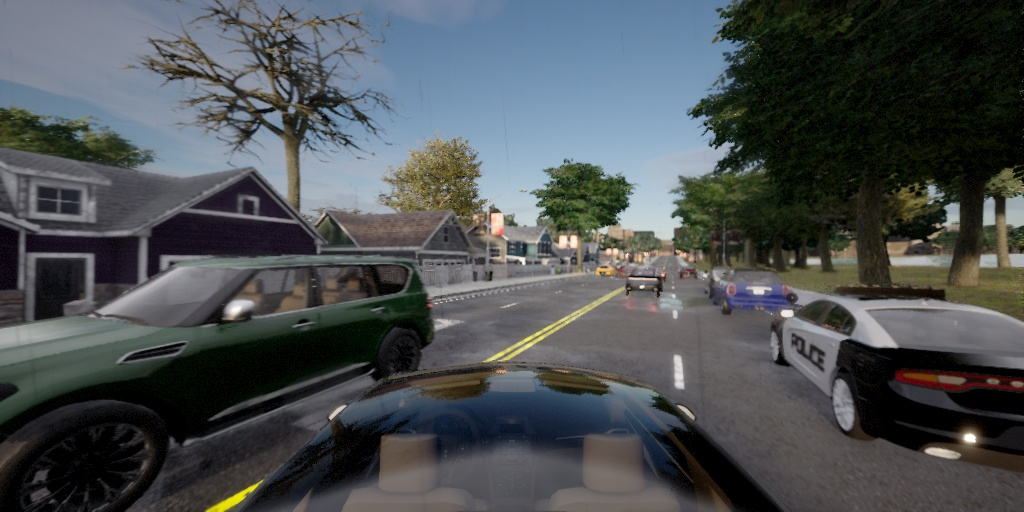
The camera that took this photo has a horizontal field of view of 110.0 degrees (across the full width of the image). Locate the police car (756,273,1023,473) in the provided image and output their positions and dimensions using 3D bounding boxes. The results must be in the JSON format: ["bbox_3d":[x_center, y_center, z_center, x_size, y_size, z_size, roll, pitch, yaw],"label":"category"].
[{"bbox_3d":[5.247,1.230,5.123,1.930,1.638,5.238,0,-1,24],"label":"police car"}]

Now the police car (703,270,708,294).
[{"bbox_3d":[11.746,1.414,19.746,1.930,1.638,5.238,0,-1,24],"label":"police car"}]

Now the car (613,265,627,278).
[{"bbox_3d":[13.586,1.859,42.530,1.882,1.535,5.008,0,-1,24],"label":"car"}]

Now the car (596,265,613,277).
[{"bbox_3d":[12.639,1.975,48.390,1.882,1.535,5.008,0,-1,24],"label":"car"}]

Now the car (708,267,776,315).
[{"bbox_3d":[9.252,1.262,14.135,2.097,1.767,4.553,0,-1,24],"label":"car"}]

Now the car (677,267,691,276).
[{"bbox_3d":[26.320,2.394,54.937,1.895,1.301,4.718,0,-2,24],"label":"car"}]

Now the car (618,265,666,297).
[{"bbox_3d":[7.841,1.475,21.117,2.128,1.511,4.902,0,-1,24],"label":"car"}]

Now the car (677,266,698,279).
[{"bbox_3d":[20.841,1.950,42.457,1.837,1.490,4.892,0,-1,24],"label":"car"}]

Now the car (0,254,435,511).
[{"bbox_3d":[-3.272,0.987,4.609,2.150,2.045,5.566,0,-1,24],"label":"car"}]
